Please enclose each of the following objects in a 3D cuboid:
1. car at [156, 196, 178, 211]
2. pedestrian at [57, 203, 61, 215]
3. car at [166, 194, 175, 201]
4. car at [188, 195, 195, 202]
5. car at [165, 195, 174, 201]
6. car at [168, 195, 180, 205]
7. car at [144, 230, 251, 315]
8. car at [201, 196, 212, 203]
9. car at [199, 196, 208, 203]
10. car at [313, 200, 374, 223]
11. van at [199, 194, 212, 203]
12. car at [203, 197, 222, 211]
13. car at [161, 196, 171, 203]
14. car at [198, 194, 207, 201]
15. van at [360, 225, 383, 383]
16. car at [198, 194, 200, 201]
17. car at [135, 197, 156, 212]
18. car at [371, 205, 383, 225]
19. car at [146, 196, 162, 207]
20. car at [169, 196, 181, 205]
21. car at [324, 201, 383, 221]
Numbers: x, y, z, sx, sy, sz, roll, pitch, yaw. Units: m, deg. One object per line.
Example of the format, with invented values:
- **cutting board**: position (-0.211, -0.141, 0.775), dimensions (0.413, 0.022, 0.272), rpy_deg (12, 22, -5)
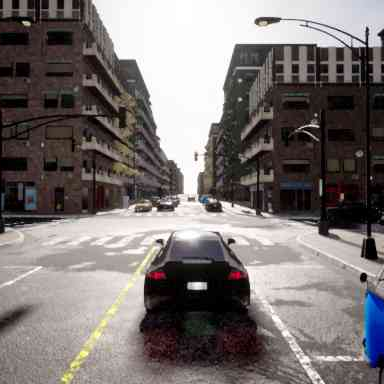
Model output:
- **car**: position (-3.167, 1.577, 40.987), dimensions (1.994, 1.385, 4.181), rpy_deg (0, 0, 0)
- **pedestrian**: position (-12.591, 1.597, 31.417), dimensions (0.500, 1.100, 0.500), rpy_deg (0, -1, 1)
- **car**: position (-5.826, 1.479, 90.777), dimensions (1.967, 1.590, 4.097), rpy_deg (1, 0, 0)
- **car**: position (-0.134, 1.558, 80.537), dimensions (2.128, 1.511, 4.902), rpy_deg (0, 0, 0)
- **car**: position (-5.819, 1.586, 85.134), dimensions (2.008, 1.369, 4.403), rpy_deg (1, 0, 0)
- **car**: position (-3.180, 1.495, 50.974), dimensions (1.882, 1.535, 5.008), rpy_deg (0, 0, 0)
- **car**: position (0.088, 1.566, 7.663), dimensions (1.994, 1.385, 4.181), rpy_deg (0, 0, 0)
- **car**: position (2.627, 1.566, 45.650), dimensions (2.008, 1.369, 4.403), rpy_deg (1, 0, 0)
- **car**: position (2.579, 1.611, 73.862), dimensions (1.802, 1.307, 4.206), rpy_deg (1, 0, 0)
- **car**: position (11.803, 1.462, 25.638), dimensions (4.553, 1.767, 2.097), rpy_deg (0, -1, 1)
- **van**: position (2.612, 1.362, 56.935), dimensions (1.690, 1.788, 3.998), rpy_deg (1, 0, 0)
- **car**: position (2.636, 1.579, 40.007), dimensions (1.947, 1.339, 4.313), rpy_deg (1, 0, 0)
- **car**: position (-5.799, 1.574, 73.849), dimensions (1.887, 1.381, 4.507), rpy_deg (1, 0, 0)
- **car**: position (2.565, 1.350, 85.148), dimensions (2.192, 1.841, 5.009), rpy_deg (1, 0, 0)
- **van**: position (2.670, 1.342, 2.061), dimensions (1.690, 1.788, 3.998), rpy_deg (1, 0, 0)
- **car**: position (2.590, 1.551, 68.390), dimensions (1.752, 1.417, 4.829), rpy_deg (1, 0, 0)
- **car**: position (-5.742, 1.539, 39.823), dimensions (1.752, 1.417, 4.829), rpy_deg (1, 0, 0)
- **car**: position (13.505, 1.583, 19.829), dimensions (4.313, 1.339, 1.947), rpy_deg (0, -1, 1)
- **car**: position (-5.761, 1.458, 51.279), dimensions (1.967, 1.590, 4.097), rpy_deg (1, 0, 0)
- **car**: position (-3.163, 1.500, 61.362), dimensions (1.882, 1.535, 5.008), rpy_deg (0, 0, 0)
- **car**: position (13.595, 1.608, 28.210), dimensions (4.097, 1.590, 1.967), rpy_deg (0, -1, 1)
